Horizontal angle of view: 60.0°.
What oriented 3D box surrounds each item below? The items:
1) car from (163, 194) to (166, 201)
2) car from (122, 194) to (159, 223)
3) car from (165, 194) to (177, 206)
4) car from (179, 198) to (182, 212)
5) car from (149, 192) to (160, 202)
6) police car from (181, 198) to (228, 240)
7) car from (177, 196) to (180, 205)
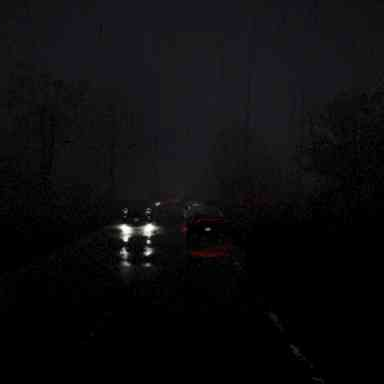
[{"bbox_3d":[-5.225,1.091,70.992,1.812,1.442,4.674,0,0,-8],"label":"car"},{"bbox_3d":[-3.778,1.243,24.150,2.097,1.767,4.553,0,0,-3],"label":"car"},{"bbox_3d":[-2.652,1.249,50.682,1.882,1.535,5.008,0,0,-6],"label":"car"},{"bbox_3d":[0.134,1.403,26.564,1.812,1.442,4.674,0,0,-3],"label":"car"},{"bbox_3d":[-7.433,0.939,64.737,2.150,2.045,5.566,0,0,-7],"label":"car"},{"bbox_3d":[0.589,1.347,16.635,1.930,1.638,5.238,0,0,-2],"label":"police car"},{"bbox_3d":[-0.239,1.355,32.581,1.837,1.490,4.892,0,0,-4],"label":"car"}]
